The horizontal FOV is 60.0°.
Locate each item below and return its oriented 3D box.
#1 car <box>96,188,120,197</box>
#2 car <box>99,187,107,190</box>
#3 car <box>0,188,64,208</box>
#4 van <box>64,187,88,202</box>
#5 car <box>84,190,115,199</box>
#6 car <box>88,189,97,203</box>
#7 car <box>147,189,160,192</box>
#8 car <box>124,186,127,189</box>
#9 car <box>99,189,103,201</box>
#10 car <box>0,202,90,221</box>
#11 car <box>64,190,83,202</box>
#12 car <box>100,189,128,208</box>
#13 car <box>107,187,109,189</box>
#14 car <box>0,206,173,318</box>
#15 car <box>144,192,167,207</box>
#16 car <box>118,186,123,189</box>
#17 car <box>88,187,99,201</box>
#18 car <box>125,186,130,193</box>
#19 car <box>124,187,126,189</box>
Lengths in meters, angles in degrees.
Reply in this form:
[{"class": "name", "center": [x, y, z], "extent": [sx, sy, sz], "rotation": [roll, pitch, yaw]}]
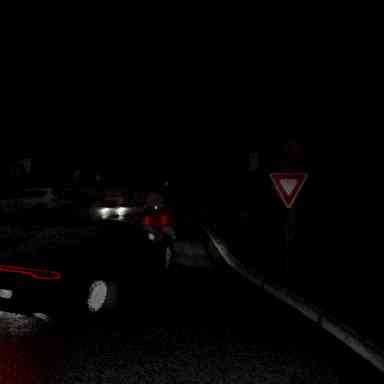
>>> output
[{"class": "car", "center": [-17.736, 0.006, 70.275], "extent": [4.553, 1.767, 2.185], "rotation": [-1, 1, -27]}, {"class": "car", "center": [-14.839, 0.437, 46.448], "extent": [4.553, 1.767, 2.185], "rotation": [-1, 2, -27]}, {"class": "car", "center": [-11.995, 0.782, 22.561], "extent": [5.566, 2.045, 2.435], "rotation": [-1, 2, -27]}, {"class": "van", "center": [-13.541, 0.574, 34.452], "extent": [4.442, 1.987, 1.878], "rotation": [-1, 2, -27]}, {"class": "car", "center": [-16.260, 0.370, 58.381], "extent": [4.792, 1.488, 2.163], "rotation": [-1, 1, -27]}, {"class": "car", "center": [-13.789, 0.738, 37.493], "extent": [5.008, 1.535, 2.097], "rotation": [-1, 2, -27]}, {"class": "car", "center": [-6.407, 0.276, 55.083], "extent": [2.097, 1.767, 4.553], "rotation": [0, 1, -7]}, {"class": "car", "center": [-18.780, 0.023, 79.229], "extent": [4.674, 1.452, 2.002], "rotation": [-1, 1, -27]}, {"class": "car", "center": [-14.514, 0.661, 43.460], "extent": [4.674, 1.452, 2.002], "rotation": [-1, 1, -27]}, {"class": "car", "center": [-5.381, 1.316, 11.723], "extent": [2.033, 1.411, 5.357], "rotation": [0, 1, -3]}, {"class": "car", "center": [-12.543, 0.908, 28.636], "extent": [5.366, 1.575, 1.946], "rotation": [-1, 1, -27]}, {"class": "car", "center": [-8.228, 0.777, 35.478], "extent": [1.882, 1.535, 5.008], "rotation": [0, 1, -7]}, {"class": "car", "center": [-15.194, 0.380, 49.427], "extent": [4.553, 1.767, 2.185], "rotation": [-1, 2, -27]}, {"class": "car", "center": [-2.054, 1.361, 7.490], "extent": [1.882, 1.535, 5.008], "rotation": [2, 2, 20]}, {"class": "car", "center": [-3.139, 0.964, 28.670], "extent": [1.812, 1.442, 4.674], "rotation": [0, 1, -7]}, {"class": "car", "center": [-16.987, -0.018, 64.346], "extent": [5.566, 2.045, 2.435], "rotation": [-2, 1, -27]}, {"class": "car", "center": [-14.189, 0.554, 40.467], "extent": [4.553, 1.767, 2.185], "rotation": [-1, 1, -27]}, {"class": "car", "center": [-19.874, -0.158, 88.161], "extent": [4.892, 1.521, 2.231], "rotation": [-1, 1, -27]}, {"class": "car", "center": [-18.392, 0.060, 76.263], "extent": [4.792, 1.488, 2.163], "rotation": [-1, 1, -27]}]
